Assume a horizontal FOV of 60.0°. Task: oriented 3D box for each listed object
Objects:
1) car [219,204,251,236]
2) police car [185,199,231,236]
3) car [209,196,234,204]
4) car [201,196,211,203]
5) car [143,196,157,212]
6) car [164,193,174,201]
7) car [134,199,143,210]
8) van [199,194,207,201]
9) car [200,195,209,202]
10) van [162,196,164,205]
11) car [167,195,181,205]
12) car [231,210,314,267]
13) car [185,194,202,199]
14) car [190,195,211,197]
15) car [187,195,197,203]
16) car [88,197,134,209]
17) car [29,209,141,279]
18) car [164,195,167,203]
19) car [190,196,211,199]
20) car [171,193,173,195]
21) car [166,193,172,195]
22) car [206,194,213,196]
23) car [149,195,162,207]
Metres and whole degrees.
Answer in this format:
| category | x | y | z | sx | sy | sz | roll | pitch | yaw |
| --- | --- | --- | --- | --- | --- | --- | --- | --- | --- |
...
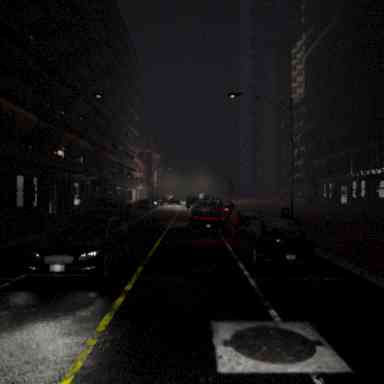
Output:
| category | x | y | z | sx | sy | sz | roll | pitch | yaw |
| --- | --- | --- | --- | --- | --- | --- | --- | --- | --- |
| car | 2.706 | 1.541 | 16.836 | 2.008 | 1.369 | 4.403 | 1 | 0 | 0 |
| police car | 0.689 | 1.414 | 18.620 | 1.930 | 1.638 | 5.238 | 0 | 0 | -2 |
| car | 2.710 | 1.425 | 27.975 | 1.967 | 1.590 | 4.097 | 1 | 0 | 0 |
| car | 2.719 | 1.552 | 66.963 | 1.802 | 1.307 | 4.206 | 1 | 0 | 0 |
| car | -5.669 | 1.546 | 39.119 | 1.947 | 1.339 | 4.313 | 1 | 0 | 0 |
| car | -5.653 | 1.281 | 83.676 | 2.192 | 1.841 | 5.009 | 1 | 0 | 0 |
| car | -5.672 | 1.530 | 27.979 | 1.887 | 1.381 | 4.507 | 1 | 0 | 0 |
| van | 2.726 | 1.307 | 83.673 | 1.690 | 1.788 | 3.998 | 1 | 0 | 0 |
| car | 2.721 | 1.493 | 72.702 | 1.752 | 1.417 | 4.829 | 1 | 0 | 0 |
| van | -5.662 | 1.317 | 50.258 | 1.690 | 1.788 | 3.998 | 1 | 0 | 0 |
| car | -2.986 | 1.573 | 57.881 | 1.895 | 1.301 | 4.718 | 0 | 0 | 0 |
| car | 2.704 | 1.544 | 11.268 | 2.008 | 1.369 | 4.403 | 1 | 0 | 0 |
| car | 0.014 | 1.327 | 52.688 | 2.097 | 1.767 | 4.553 | 0 | 0 | 0 |
| car | 0.909 | 1.437 | 34.714 | 1.801 | 1.575 | 5.366 | 0 | 0 | 0 |
| car | 0.019 | 1.425 | 68.806 | 2.128 | 1.511 | 4.902 | 0 | 0 | 0 |
| car | -5.670 | 1.303 | 22.409 | 2.192 | 1.841 | 5.009 | 1 | 0 | 0 |
| car | -3.098 | 1.486 | 10.102 | 2.128 | 1.511 | 4.902 | 0 | 0 | 0 |
| car | -5.664 | 1.499 | 55.658 | 1.752 | 1.417 | 4.829 | 1 | 0 | 0 |
| car | 0.888 | 1.441 | 28.713 | 1.801 | 1.575 | 5.366 | 0 | 0 | 0 |
| car | -5.660 | 1.494 | 72.367 | 1.752 | 1.417 | 4.829 | 1 | 0 | 0 |
| car | -5.661 | 1.521 | 66.966 | 2.008 | 1.369 | 4.403 | 1 | 0 | 0 |
| car | 2.713 | 1.420 | 39.115 | 1.967 | 1.590 | 4.097 | 1 | 0 | 0 |
| car | -5.667 | 1.529 | 44.688 | 2.008 | 1.369 | 4.403 | 1 | 0 | 0 |
